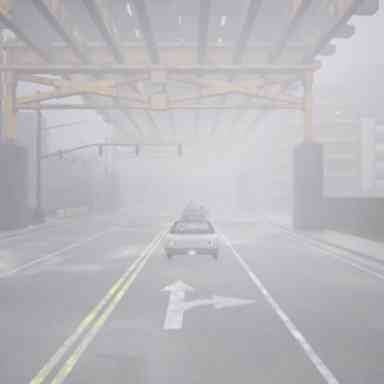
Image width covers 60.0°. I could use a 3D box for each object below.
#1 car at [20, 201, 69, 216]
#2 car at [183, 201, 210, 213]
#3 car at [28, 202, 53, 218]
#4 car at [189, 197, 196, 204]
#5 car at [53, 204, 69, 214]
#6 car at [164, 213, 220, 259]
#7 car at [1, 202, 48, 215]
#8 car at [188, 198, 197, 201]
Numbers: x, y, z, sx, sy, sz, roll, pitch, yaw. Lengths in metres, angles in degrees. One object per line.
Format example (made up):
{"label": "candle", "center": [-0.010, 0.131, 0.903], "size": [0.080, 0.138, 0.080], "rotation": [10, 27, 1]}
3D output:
{"label": "car", "center": [-16.744, 1.872, 38.132], "size": [4.974, 1.542, 2.038], "rotation": [0, -1, -20]}
{"label": "car", "center": [0.412, 1.805, 28.399], "size": [2.128, 1.511, 4.902], "rotation": [0, -1, 10]}
{"label": "car", "center": [-17.072, 1.827, 33.973], "size": [4.974, 1.542, 2.038], "rotation": [0, -1, 25]}
{"label": "car", "center": [0.043, 2.306, 90.860], "size": [1.882, 1.535, 5.008], "rotation": [0, 0, 0]}
{"label": "car", "center": [-16.792, 1.715, 38.115], "size": [4.536, 1.218, 1.853], "rotation": [0, -1, -20]}
{"label": "car", "center": [0.022, 1.748, 13.238], "size": [1.895, 1.301, 4.718], "rotation": [0, -1, 0]}
{"label": "car", "center": [-17.119, 1.670, 33.997], "size": [4.536, 1.218, 1.853], "rotation": [0, -1, 25]}
{"label": "car", "center": [0.038, 2.318, 80.444], "size": [1.837, 1.490, 4.892], "rotation": [0, 0, 0]}
